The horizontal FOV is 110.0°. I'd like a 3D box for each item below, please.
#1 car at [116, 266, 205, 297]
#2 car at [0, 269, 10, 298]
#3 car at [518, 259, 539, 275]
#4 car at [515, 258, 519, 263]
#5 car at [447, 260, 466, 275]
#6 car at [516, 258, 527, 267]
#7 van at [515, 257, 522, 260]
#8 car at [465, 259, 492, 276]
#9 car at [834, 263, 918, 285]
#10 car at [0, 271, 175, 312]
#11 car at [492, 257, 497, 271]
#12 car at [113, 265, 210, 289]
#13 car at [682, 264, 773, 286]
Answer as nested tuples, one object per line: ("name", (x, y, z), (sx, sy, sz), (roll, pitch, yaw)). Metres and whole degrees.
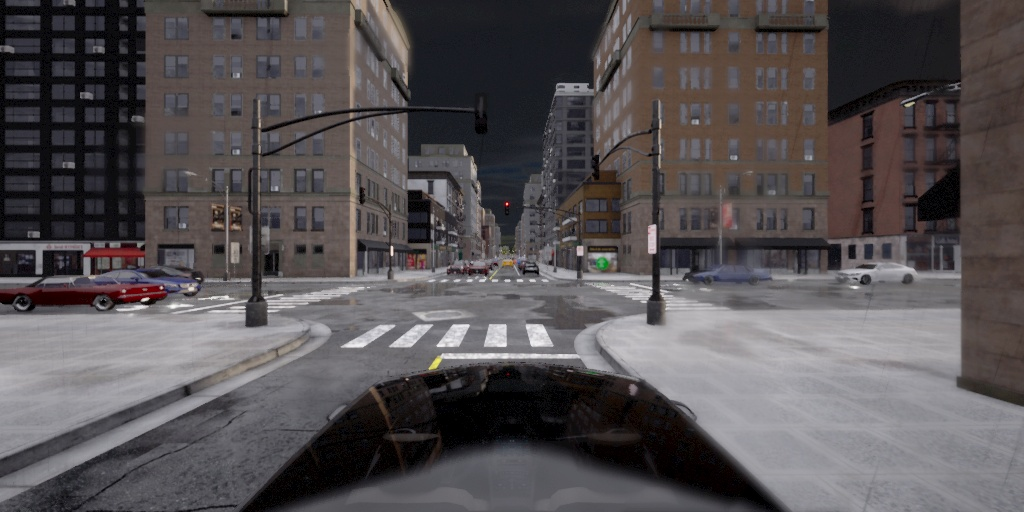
("car", (-17.737, 1.335, 17.247), (4.674, 1.442, 1.812), (0, 0, 1))
("car", (-28.139, 1.398, 17.126), (5.357, 1.411, 2.033), (0, 0, -1))
("car", (2.024, 1.351, 39.720), (1.948, 1.339, 4.313), (0, 0, 0))
("car", (1.908, 1.379, 56.253), (1.948, 1.339, 4.313), (0, 0, 0))
("car", (-6.001, 1.225, 39.664), (1.967, 1.591, 4.097), (0, 0, 0))
("car", (1.947, 1.384, 50.743), (1.802, 1.307, 4.207), (0, 0, 0))
("van", (1.869, 1.165, 61.763), (1.690, 1.789, 3.998), (0, 0, 0))
("car", (-3.451, 1.260, 37.858), (1.882, 1.535, 5.008), (0, 0, 0))
("car", (24.818, 1.174, 24.469), (4.674, 1.442, 1.812), (0, 0, -1))
("car", (-16.565, 1.400, 14.018), (4.718, 1.301, 1.895), (0, 0, -1))
("car", (-3.530, 1.307, 49.890), (1.837, 1.490, 4.892), (0, 0, 0))
("car", (-23.202, 1.368, 23.863), (4.674, 1.442, 1.812), (0, 0, 0))
("car", (14.567, 1.239, 24.350), (5.357, 1.411, 2.033), (0, 0, -1))
